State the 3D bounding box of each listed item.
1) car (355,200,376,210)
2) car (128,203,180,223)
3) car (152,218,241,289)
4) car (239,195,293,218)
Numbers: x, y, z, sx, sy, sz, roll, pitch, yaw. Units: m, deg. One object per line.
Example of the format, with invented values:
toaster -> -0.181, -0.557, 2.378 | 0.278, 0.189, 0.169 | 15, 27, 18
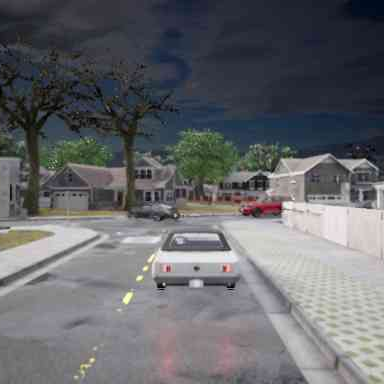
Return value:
car -> 18.721, 1.696, 36.130 | 4.892, 1.490, 1.837 | 0, 0, -17
car -> -3.038, 1.589, 26.299 | 4.674, 1.442, 1.812 | 0, -2, 40
car -> 0.095, 1.625, 9.161 | 1.895, 1.301, 4.718 | 0, 0, 0
car -> 7.330, 1.355, 32.336 | 5.566, 2.045, 2.150 | 0, 0, -20
